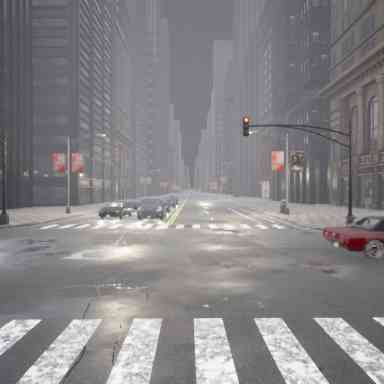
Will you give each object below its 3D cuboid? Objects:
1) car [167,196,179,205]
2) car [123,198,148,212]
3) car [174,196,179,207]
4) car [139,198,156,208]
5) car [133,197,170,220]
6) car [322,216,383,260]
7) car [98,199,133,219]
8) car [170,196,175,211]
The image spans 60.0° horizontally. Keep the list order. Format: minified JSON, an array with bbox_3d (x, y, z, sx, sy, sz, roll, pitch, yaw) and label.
[{"bbox_3d":[-3.273,1.455,57.813,1.837,1.490,4.892,0,0,0],"label":"car"},{"bbox_3d":[-6.567,1.522,39.423,2.033,1.411,5.357,0,0,0],"label":"car"},{"bbox_3d":[-3.319,1.530,47.439,1.994,1.385,4.181,0,0,0],"label":"car"},{"bbox_3d":[-6.565,1.565,49.509,1.895,1.301,4.718,0,0,0],"label":"car"},{"bbox_3d":[-3.326,1.337,28.066,2.097,1.767,4.553,0,0,0],"label":"car"},{"bbox_3d":[7.162,1.493,11.445,4.718,1.301,1.895,-1,0,0],"label":"car"},{"bbox_3d":[-6.551,1.531,29.324,2.033,1.411,5.357,0,0,4],"label":"car"},{"bbox_3d":[-3.320,1.524,37.540,2.033,1.411,5.357,0,0,0],"label":"car"}]
